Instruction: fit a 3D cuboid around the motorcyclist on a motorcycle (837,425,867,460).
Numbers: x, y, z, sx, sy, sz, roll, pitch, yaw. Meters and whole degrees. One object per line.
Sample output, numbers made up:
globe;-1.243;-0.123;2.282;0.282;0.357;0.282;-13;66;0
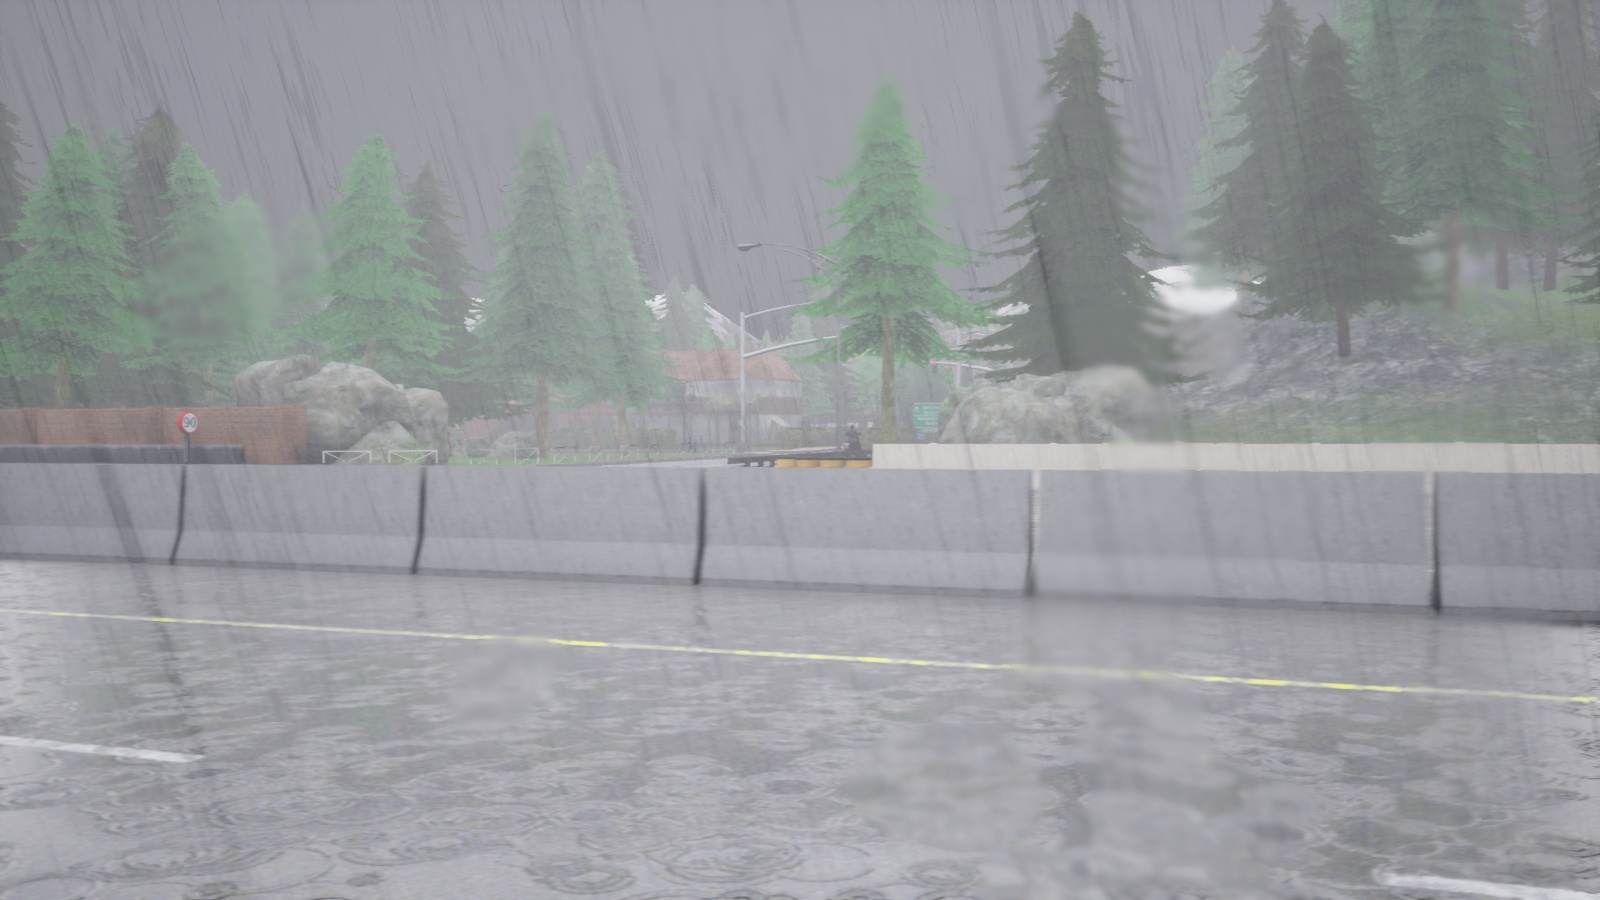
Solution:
motorcyclist on a motorcycle;2.484;-0.371;60.020;0.766;1.649;2.350;1;1;19
